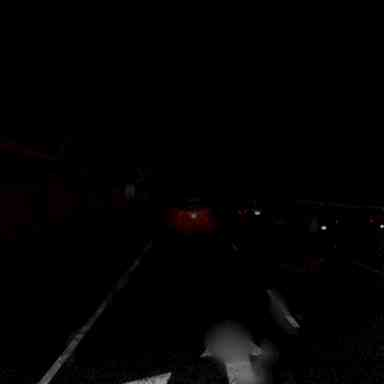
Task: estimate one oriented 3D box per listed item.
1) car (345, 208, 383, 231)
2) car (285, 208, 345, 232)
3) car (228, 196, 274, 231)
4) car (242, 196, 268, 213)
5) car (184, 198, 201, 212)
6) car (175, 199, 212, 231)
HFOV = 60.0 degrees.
[{"bbox_3d":[10.597,1.624,20.747,1.895,1.301,4.718,0,0,0],"label":"car"},{"bbox_3d":[7.098,1.624,20.112,1.895,1.301,4.718,0,0,0],"label":"car"},{"bbox_3d":[3.598,1.247,21.023,2.150,2.045,5.566,0,0,0],"label":"car"},{"bbox_3d":[7.097,1.394,37.924,2.097,1.767,4.553,0,0,0],"label":"car"},{"bbox_3d":[0.096,1.522,39.838,1.882,1.535,5.008,0,0,0],"label":"car"},{"bbox_3d":[0.097,1.375,20.685,2.097,1.767,4.553,0,0,0],"label":"car"}]
